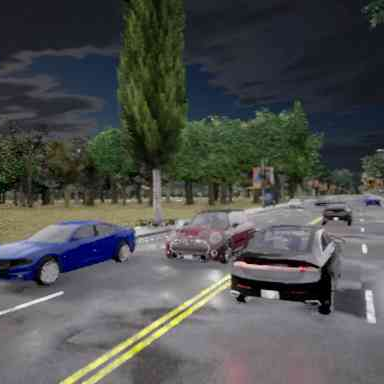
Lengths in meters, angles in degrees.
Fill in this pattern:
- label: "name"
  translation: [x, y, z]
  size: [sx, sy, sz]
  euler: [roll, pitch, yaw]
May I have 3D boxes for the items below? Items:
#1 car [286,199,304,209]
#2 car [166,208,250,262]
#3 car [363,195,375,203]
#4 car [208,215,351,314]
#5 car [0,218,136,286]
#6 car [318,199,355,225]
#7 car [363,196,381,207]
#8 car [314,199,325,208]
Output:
- label: "car"
  translation: [14.625, 1.669, 47.169]
  size: [1.812, 1.442, 4.674]
  euler: [-1, -1, 27]
- label: "car"
  translation: [0.867, 1.454, 12.453]
  size: [2.097, 1.767, 4.553]
  euler: [-1, -1, 27]
- label: "car"
  translation: [34.620, 1.421, 65.148]
  size: [1.812, 1.442, 4.674]
  euler: [-1, -1, 27]
- label: "car"
  translation: [2.401, 1.516, 7.803]
  size: [2.128, 1.511, 4.902]
  euler: [-1, -1, 27]
- label: "car"
  translation: [-3.775, 1.659, 10.431]
  size: [1.882, 1.535, 5.008]
  euler: [-1, -1, 27]
- label: "car"
  translation: [10.556, 1.512, 24.095]
  size: [1.837, 1.490, 4.892]
  euler: [-1, -1, 27]
- label: "car"
  translation: [27.134, 1.383, 49.967]
  size: [1.882, 1.535, 5.008]
  euler: [-1, 0, 27]
- label: "car"
  translation: [19.331, 1.665, 49.288]
  size: [1.895, 1.301, 4.718]
  euler: [-1, -1, 27]
